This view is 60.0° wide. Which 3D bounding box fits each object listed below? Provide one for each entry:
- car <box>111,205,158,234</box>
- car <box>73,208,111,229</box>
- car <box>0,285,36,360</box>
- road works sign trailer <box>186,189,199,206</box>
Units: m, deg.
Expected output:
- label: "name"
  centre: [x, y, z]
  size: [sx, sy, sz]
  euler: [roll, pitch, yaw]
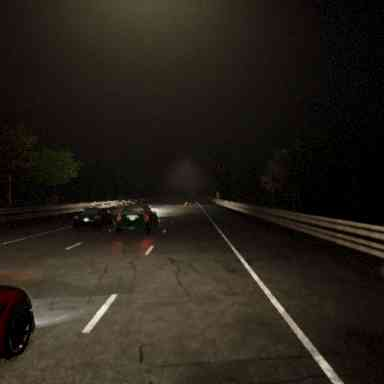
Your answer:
- label: "car"
  centre: [-3.395, 1.570, 21.112]
  size: [2.097, 1.767, 4.553]
  euler: [0, -1, 0]
- label: "car"
  centre: [-6.895, 1.808, 23.699]
  size: [1.994, 1.385, 4.181]
  euler: [0, -1, 0]
- label: "car"
  centre: [-3.398, 1.601, 3.430]
  size: [1.994, 1.385, 4.181]
  euler: [0, -1, 0]
- label: "road works sign trailer"
  centre: [0.013, 1.127, 67.406]
  size: [2.380, 3.560, 2.880]
  euler: [0, -1, 0]
